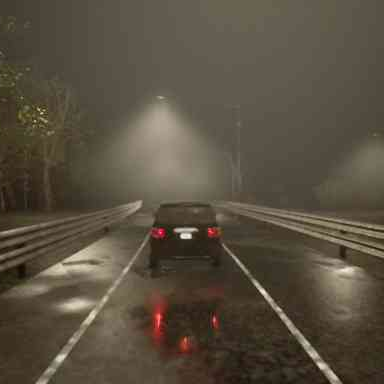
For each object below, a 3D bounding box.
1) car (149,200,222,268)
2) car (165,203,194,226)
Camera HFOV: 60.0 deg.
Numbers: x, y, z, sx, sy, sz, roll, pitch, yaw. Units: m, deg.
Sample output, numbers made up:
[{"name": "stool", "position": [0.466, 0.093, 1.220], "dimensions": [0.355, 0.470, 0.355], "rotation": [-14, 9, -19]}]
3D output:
[{"name": "car", "position": [-0.247, 1.280, 11.659], "dimensions": [2.150, 2.045, 5.566], "rotation": [0, 0, -2]}, {"name": "car", "position": [-1.063, 1.666, 25.638], "dimensions": [2.033, 1.411, 5.357], "rotation": [0, 0, -5]}]
